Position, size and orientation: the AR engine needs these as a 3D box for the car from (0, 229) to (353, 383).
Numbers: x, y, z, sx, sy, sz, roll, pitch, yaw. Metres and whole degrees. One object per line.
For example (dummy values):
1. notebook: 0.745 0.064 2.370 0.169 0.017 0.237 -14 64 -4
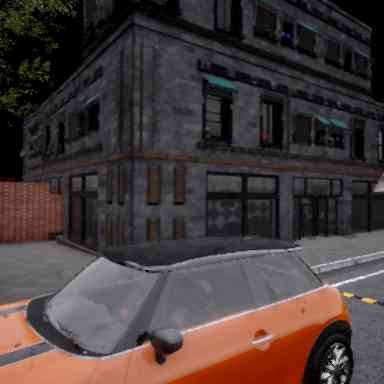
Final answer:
1. car: -0.395 1.354 3.406 4.553 1.767 2.097 0 0 -36
